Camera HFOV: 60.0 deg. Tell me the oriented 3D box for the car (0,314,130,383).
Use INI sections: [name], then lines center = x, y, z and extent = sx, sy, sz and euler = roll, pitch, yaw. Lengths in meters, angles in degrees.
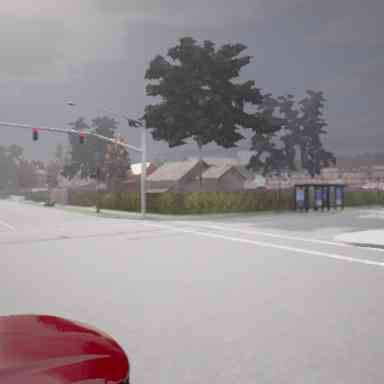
[car]
center = -2.752, 1.483, 1.785
extent = 5.008, 1.535, 1.882
euler = 0, 0, -35
